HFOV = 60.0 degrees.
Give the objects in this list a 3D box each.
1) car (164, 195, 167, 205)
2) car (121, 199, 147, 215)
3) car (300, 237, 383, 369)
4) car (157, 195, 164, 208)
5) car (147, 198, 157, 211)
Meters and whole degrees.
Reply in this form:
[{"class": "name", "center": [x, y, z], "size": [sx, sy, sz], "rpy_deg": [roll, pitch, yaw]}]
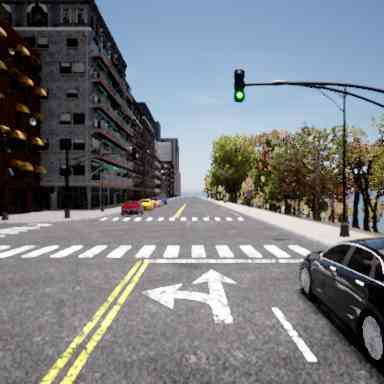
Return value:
[{"class": "car", "center": [-6.439, 1.724, 70.375], "size": [2.150, 2.045, 5.566], "rpy_deg": [0, 0, 0]}, {"class": "car", "center": [-6.565, 1.731, 36.918], "size": [1.882, 1.535, 5.008], "rpy_deg": [0, 0, 0]}, {"class": "car", "center": [3.324, 1.545, 5.724], "size": [1.837, 1.490, 4.892], "rpy_deg": [0, 0, 2]}, {"class": "car", "center": [-6.531, 1.754, 57.275], "size": [2.097, 1.767, 4.553], "rpy_deg": [0, 0, 0]}, {"class": "car", "center": [-6.553, 1.804, 47.039], "size": [1.882, 1.535, 5.008], "rpy_deg": [0, -1, 0]}]
